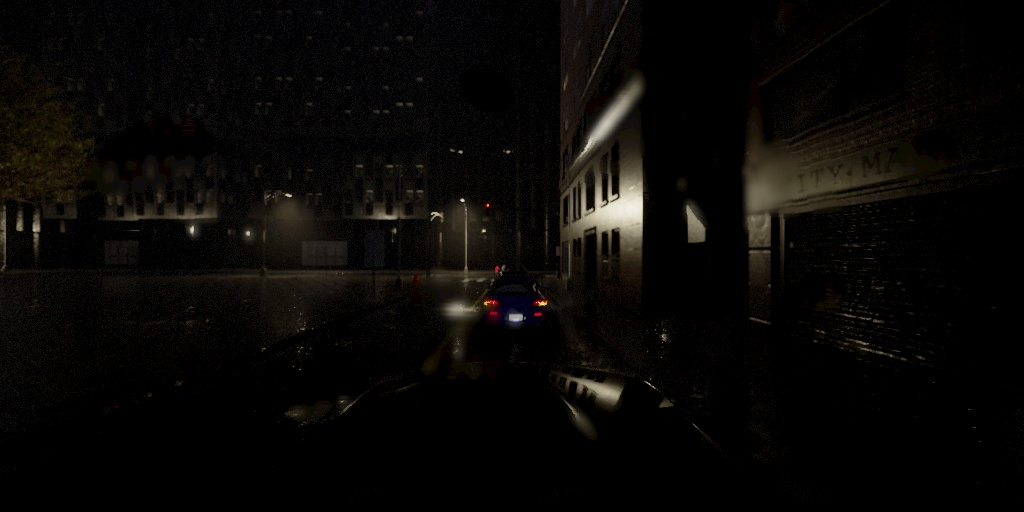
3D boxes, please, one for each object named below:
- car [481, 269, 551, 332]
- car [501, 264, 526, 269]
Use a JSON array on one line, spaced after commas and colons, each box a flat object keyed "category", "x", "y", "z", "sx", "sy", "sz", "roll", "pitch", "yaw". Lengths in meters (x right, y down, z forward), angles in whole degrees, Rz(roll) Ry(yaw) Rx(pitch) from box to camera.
[{"category": "car", "x": 0.110, "y": 1.277, "z": 10.749, "sx": 1.812, "sy": 1.442, "sz": 4.674, "roll": 0, "pitch": 0, "yaw": 0}, {"category": "car", "x": 0.110, "y": 1.245, "z": 21.425, "sx": 2.128, "sy": 1.511, "sz": 4.902, "roll": 0, "pitch": 0, "yaw": 1}]
